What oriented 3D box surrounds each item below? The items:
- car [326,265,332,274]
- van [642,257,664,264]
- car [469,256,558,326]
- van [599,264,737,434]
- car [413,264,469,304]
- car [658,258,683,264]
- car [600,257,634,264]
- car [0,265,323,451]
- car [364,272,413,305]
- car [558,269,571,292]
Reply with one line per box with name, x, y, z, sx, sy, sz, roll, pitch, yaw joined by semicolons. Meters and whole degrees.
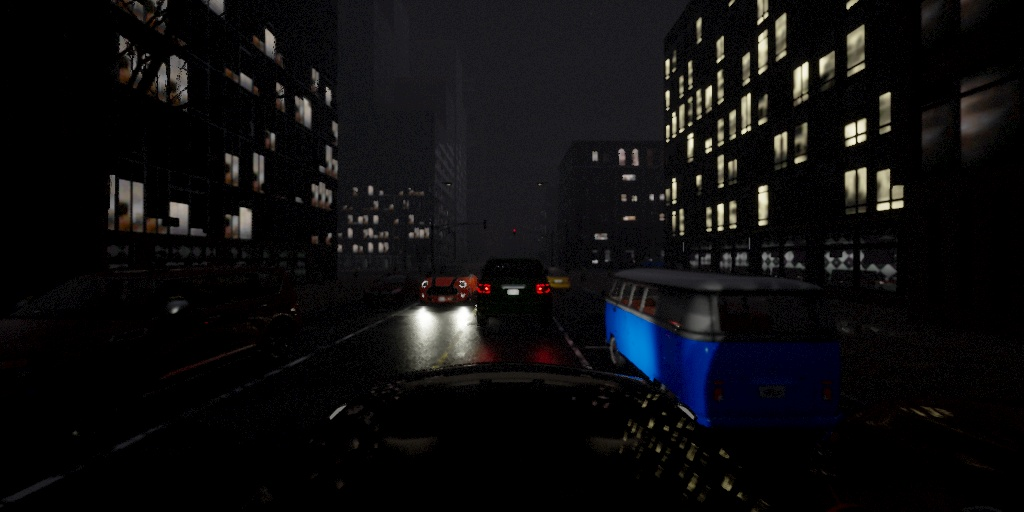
car;-28.375;1.915;51.894;4.403;1.370;2.007;0;0;-1
van;21.006;1.068;52.485;3.998;1.789;1.690;0;0;-1
car;0.072;1.029;12.046;2.150;2.045;5.566;0;0;1
van;2.568;1.110;5.383;1.690;1.789;3.998;0;0;0
car;-2.839;1.181;16.810;2.097;1.767;4.553;0;0;0
car;21.110;1.246;44.604;4.507;1.381;1.888;0;0;-1
car;15.350;1.113;52.428;5.009;1.841;2.192;0;0;-1
car;-5.313;1.084;5.386;2.192;1.841;5.009;0;0;0
car;-5.307;1.410;16.503;1.802;1.307;4.207;0;0;0
car;2.576;1.383;22.228;1.751;1.417;4.829;0;0;0
